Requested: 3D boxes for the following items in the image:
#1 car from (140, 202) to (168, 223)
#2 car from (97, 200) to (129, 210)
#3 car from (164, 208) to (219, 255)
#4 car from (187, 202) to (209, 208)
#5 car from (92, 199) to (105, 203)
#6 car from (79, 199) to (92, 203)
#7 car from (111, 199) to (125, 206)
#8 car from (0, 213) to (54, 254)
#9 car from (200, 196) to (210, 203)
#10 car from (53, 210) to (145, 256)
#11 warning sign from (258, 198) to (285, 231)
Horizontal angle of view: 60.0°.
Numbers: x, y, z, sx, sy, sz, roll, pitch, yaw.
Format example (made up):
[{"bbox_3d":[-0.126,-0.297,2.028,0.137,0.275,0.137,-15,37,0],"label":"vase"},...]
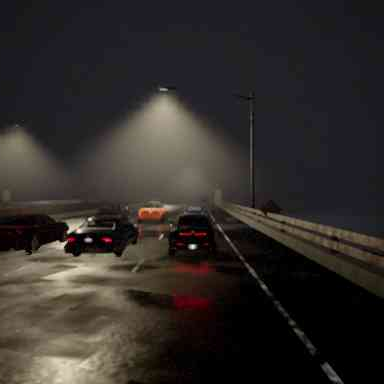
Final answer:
[{"bbox_3d":[-3.274,1.639,28.658,2.097,1.767,4.553,0,-1,1],"label":"car"},{"bbox_3d":[-6.764,1.772,29.113,1.882,1.535,5.008,0,0,1],"label":"car"},{"bbox_3d":[0.053,1.645,13.932,1.837,1.490,4.892,0,0,1],"label":"car"},{"bbox_3d":[0.231,1.854,28.822,1.994,1.385,4.181,0,-1,1],"label":"car"},{"bbox_3d":[-19.534,2.304,72.333,1.812,1.442,4.674,0,-1,2],"label":"car"},{"bbox_3d":[-23.031,2.323,72.492,2.033,1.411,5.357,0,-1,2],"label":"car"},{"bbox_3d":[-16.037,2.329,72.174,1.994,1.385,4.181,0,-1,2],"label":"car"},{"bbox_3d":[-6.943,1.618,14.162,1.882,1.535,5.008,0,0,1],"label":"car"},{"bbox_3d":[3.003,2.074,79.093,2.150,2.045,5.566,0,-1,3],"label":"car"},{"bbox_3d":[-3.454,1.682,13.648,2.033,1.411,5.357,0,-1,0],"label":"car"},{"bbox_3d":[4.634,1.308,19.533,1.300,1.860,1.060,-1,-2,1],"label":"warning sign"}]
